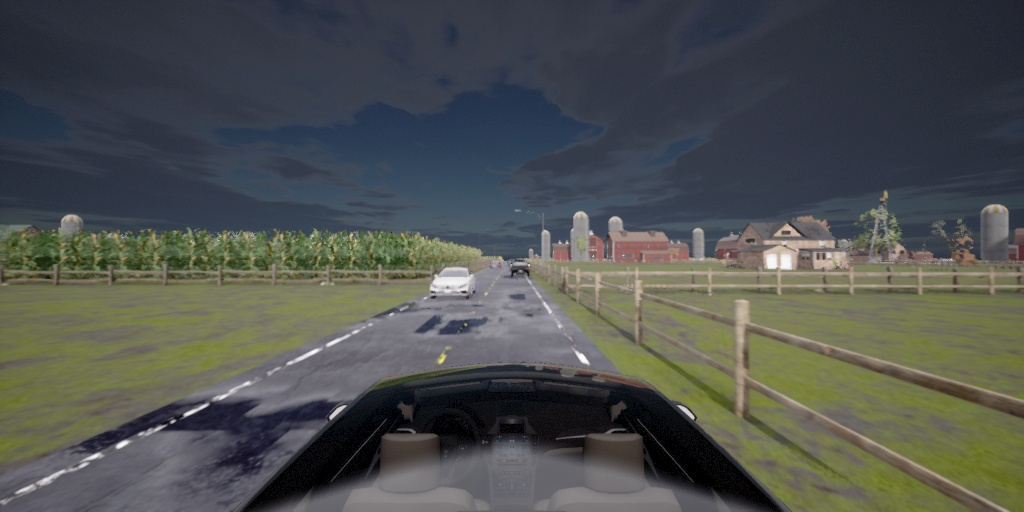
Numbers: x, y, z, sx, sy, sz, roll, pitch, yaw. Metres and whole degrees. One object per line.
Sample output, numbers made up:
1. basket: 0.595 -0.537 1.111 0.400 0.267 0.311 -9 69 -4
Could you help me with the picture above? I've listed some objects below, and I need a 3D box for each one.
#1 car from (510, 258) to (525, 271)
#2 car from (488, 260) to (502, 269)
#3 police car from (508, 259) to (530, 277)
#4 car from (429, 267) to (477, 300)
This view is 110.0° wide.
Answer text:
1. car: 0.830 1.204 52.629 2.097 1.767 4.553 0 0 0
2. car: -2.780 1.398 59.920 1.812 1.442 4.674 0 0 1
3. police car: 0.829 1.236 36.769 1.930 1.638 5.238 0 0 0
4. car: -2.839 1.290 18.099 1.812 1.442 4.674 0 0 0
